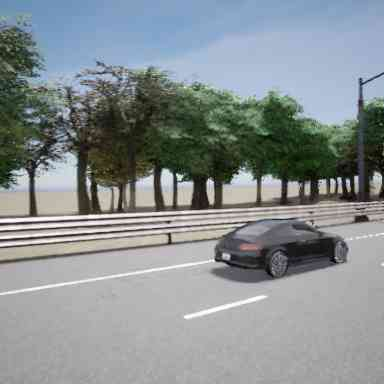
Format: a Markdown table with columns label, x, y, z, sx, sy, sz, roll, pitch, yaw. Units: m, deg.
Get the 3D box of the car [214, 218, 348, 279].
| label | x | y | z | sx | sy | sz | roll | pitch | yaw |
| --- | --- | --- | --- | --- | --- | --- | --- | --- | --- |
| car | 2.763 | 1.514 | 10.014 | 4.674 | 1.442 | 1.812 | 0 | 0 | -35 |
